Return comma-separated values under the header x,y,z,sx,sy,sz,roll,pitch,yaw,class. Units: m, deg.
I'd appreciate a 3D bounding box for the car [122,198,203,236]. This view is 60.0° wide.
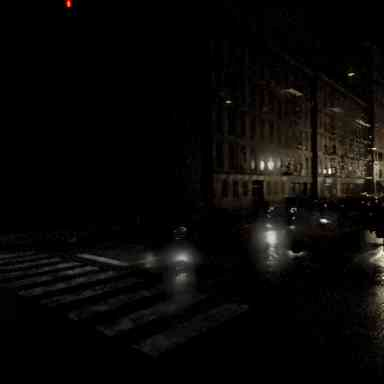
x,y,z,sx,sy,sz,roll,pitch,yaw,class
-1.177,1.246,17.265,2.192,1.841,5.009,0,1,41,car

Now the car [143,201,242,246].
x,y,z,sx,sy,sz,roll,pitch,yaw,class
0.401,1.399,15.209,1.882,1.535,5.008,-1,1,40,car

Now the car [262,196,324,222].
x,y,z,sx,sy,sz,roll,pitch,yaw,class
7.013,1.122,22.759,2.097,1.767,4.553,-1,1,41,car

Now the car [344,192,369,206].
x,y,z,sx,sy,sz,roll,pitch,yaw,class
21.270,0.854,42.893,1.967,1.590,4.097,0,1,41,car

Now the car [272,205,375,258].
x,y,z,sx,sy,sz,roll,pitch,yaw,class
4.968,1.399,12.099,1.752,1.417,4.829,0,1,41,car

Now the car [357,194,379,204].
x,y,z,sx,sy,sz,roll,pitch,yaw,class
25.013,0.909,47.165,1.802,1.307,4.206,0,1,41,car

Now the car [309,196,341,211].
x,y,z,sx,sy,sz,roll,pitch,yaw,class
13.790,1.169,34.352,1.802,1.307,4.206,0,1,41,car

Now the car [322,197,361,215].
x,y,z,sx,sy,sz,roll,pitch,yaw,class
13.695,1.217,30.372,1.895,1.301,4.718,-1,1,41,car

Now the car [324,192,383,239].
x,y,z,sx,sy,sz,roll,pitch,yaw,class
8.595,1.106,16.241,2.192,1.841,5.009,0,1,41,car

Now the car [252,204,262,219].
x,y,z,sx,sy,sz,roll,pitch,yaw,class
6.308,1.325,25.809,1.947,1.339,4.313,0,1,41,car

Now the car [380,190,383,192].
x,y,z,sx,sy,sz,roll,pitch,yaw,class
28.753,0.806,51.436,1.947,1.339,4.313,0,1,41,car

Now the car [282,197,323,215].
x,y,z,sx,sy,sz,roll,pitch,yaw,class
10.049,1.218,30.080,1.887,1.381,4.507,0,1,41,car
